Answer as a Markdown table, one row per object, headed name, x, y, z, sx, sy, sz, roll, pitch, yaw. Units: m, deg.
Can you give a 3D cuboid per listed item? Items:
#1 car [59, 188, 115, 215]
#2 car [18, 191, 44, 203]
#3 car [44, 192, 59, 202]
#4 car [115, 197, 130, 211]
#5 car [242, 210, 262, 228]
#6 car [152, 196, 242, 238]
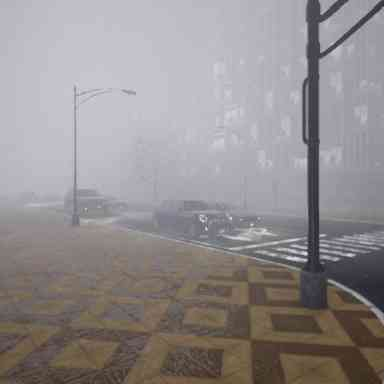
| name | x | y | z | sx | sy | sz | roll | pitch | yaw |
| --- | --- | --- | --- | --- | --- | --- | --- | --- | --- |
| car | -8.842 | 0.722 | 27.641 | 2.150 | 2.045 | 5.566 | 0 | 2 | -39 |
| car | -21.685 | 0.618 | 44.131 | 2.128 | 1.511 | 4.902 | 0 | 1 | -38 |
| car | -19.605 | 0.699 | 46.756 | 1.994 | 1.385 | 4.181 | 0 | 1 | -38 |
| car | -7.681 | 1.063 | 31.429 | 1.895 | 1.301 | 4.718 | 0 | 1 | -38 |
| car | 1.612 | 1.284 | 19.706 | 2.033 | 1.411 | 5.357 | 0 | 1 | -36 |
| car | -0.049 | 1.120 | 16.511 | 2.097 | 1.767 | 4.553 | 0 | 1 | -38 |
